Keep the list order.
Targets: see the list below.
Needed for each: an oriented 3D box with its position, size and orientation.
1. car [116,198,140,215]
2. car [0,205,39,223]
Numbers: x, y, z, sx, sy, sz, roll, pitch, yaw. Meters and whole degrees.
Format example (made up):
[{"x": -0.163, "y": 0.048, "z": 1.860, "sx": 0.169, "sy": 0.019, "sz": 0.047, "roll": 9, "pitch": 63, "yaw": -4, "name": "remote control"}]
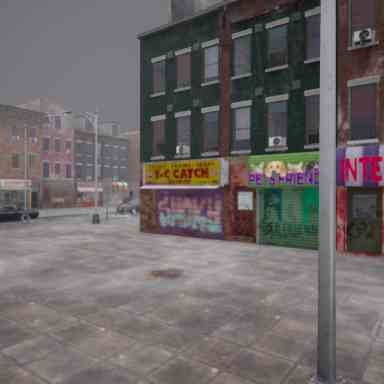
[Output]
[{"x": -5.323, "y": 1.366, "z": 32.961, "sx": 1.837, "sy": 1.490, "sz": 4.892, "roll": 0, "pitch": 1, "yaw": 35, "name": "car"}, {"x": -12.939, "y": 1.532, "z": 22.268, "sx": 1.895, "sy": 1.301, "sz": 4.718, "roll": 0, "pitch": 0, "yaw": 35, "name": "car"}]
